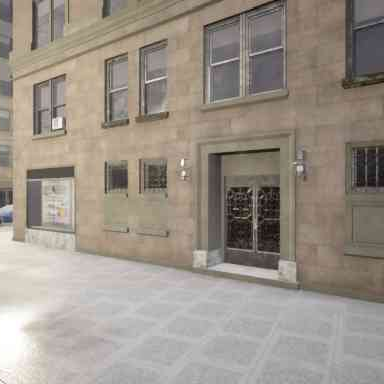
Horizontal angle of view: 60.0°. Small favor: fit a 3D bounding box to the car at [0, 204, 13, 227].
[{"bbox_3d":[-11.884,1.512,23.025,2.033,1.411,5.357,0,0,39],"label":"car"}]
